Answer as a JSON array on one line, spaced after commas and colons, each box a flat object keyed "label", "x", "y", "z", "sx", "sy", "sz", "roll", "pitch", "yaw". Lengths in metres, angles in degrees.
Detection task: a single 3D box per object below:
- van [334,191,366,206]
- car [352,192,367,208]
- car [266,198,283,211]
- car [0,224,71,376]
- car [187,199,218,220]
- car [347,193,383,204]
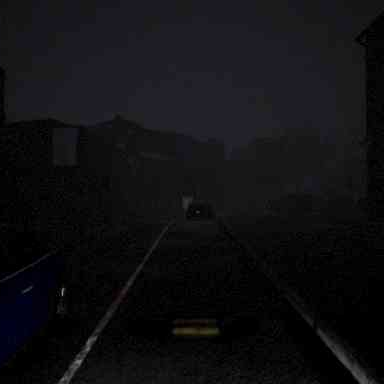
[{"label": "van", "x": 23.750, "y": 0.970, "z": 50.253, "sx": 1.878, "sy": 1.987, "sz": 4.442, "roll": -3, "pitch": -1, "yaw": -12}, {"label": "car", "x": 21.041, "y": 0.847, "z": 37.230, "sx": 2.435, "sy": 2.045, "sz": 5.566, "roll": -3, "pitch": -1, "yaw": -12}, {"label": "car", "x": 10.805, "y": 1.462, "z": 38.729, "sx": 4.902, "sy": 1.511, "sz": 2.128, "roll": 0, "pitch": -1, "yaw": -31}, {"label": "car", "x": -3.082, "y": 1.307, "z": 3.686, "sx": 2.097, "sy": 1.767, "sz": 4.553, "roll": 0, "pitch": 2, "yaw": 0}, {"label": "car", "x": 0.843, "y": 1.250, "z": 25.730, "sx": 1.882, "sy": 1.535, "sz": 5.008, "roll": 0, "pitch": 0, "yaw": 10}, {"label": "car", "x": 26.467, "y": 1.043, "z": 50.948, "sx": 2.231, "sy": 1.521, "sz": 4.892, "roll": -3, "pitch": -1, "yaw": -12}]
